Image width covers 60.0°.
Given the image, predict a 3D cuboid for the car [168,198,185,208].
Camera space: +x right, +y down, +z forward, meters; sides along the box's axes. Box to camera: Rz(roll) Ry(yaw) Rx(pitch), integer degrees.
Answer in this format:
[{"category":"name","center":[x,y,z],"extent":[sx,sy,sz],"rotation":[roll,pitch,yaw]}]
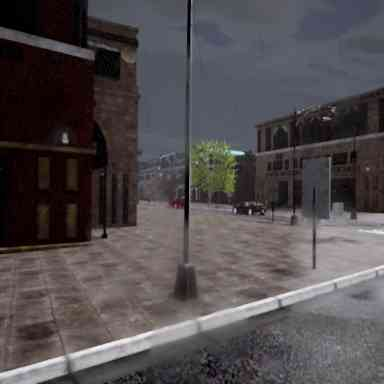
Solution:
[{"category":"car","center":[-2.165,1.602,49.311],"extent":[1.887,1.381,4.507],"rotation":[1,-1,-27]}]

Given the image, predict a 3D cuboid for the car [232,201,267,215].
[{"category":"car","center":[5.784,1.605,33.768],"extent":[2.008,1.369,4.403],"rotation":[1,-1,-27]}]

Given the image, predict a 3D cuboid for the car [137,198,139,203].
[{"category":"car","center":[-12.196,1.643,69.007],"extent":[1.802,1.307,4.206],"rotation":[1,-1,-27]}]
